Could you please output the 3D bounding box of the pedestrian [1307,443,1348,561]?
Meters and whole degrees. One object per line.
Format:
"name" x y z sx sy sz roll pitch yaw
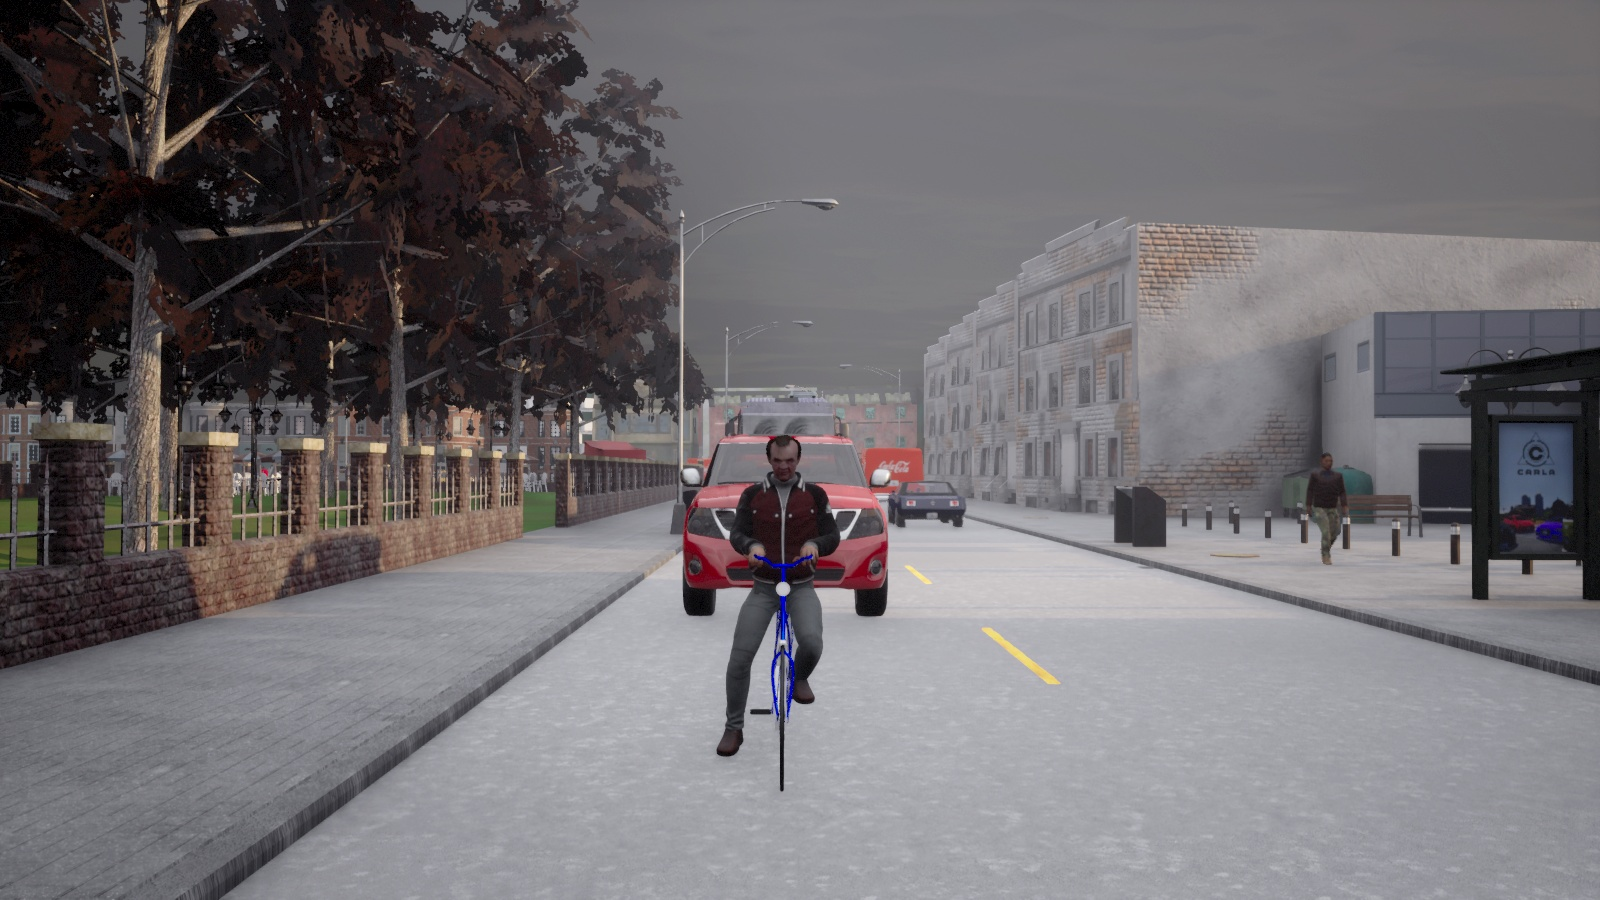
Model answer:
"pedestrian" 8.370 0.819 19.941 0.431 1.840 0.703 0 -1 8

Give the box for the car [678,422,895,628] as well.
"car" -0.171 0.791 15.308 2.150 2.045 5.566 0 -1 -1

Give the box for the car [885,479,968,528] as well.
"car" 3.623 1.516 36.759 1.895 1.301 4.718 0 -1 -1

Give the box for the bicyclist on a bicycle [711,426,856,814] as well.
"bicyclist on a bicycle" -0.083 0.798 6.689 0.659 1.776 1.843 0 -1 -1

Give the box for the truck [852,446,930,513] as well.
"truck" 3.483 1.142 49.416 2.627 2.467 5.204 0 -1 -1

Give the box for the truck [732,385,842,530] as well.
"truck" -0.389 0.279 37.430 2.891 3.827 8.468 0 -1 -1
